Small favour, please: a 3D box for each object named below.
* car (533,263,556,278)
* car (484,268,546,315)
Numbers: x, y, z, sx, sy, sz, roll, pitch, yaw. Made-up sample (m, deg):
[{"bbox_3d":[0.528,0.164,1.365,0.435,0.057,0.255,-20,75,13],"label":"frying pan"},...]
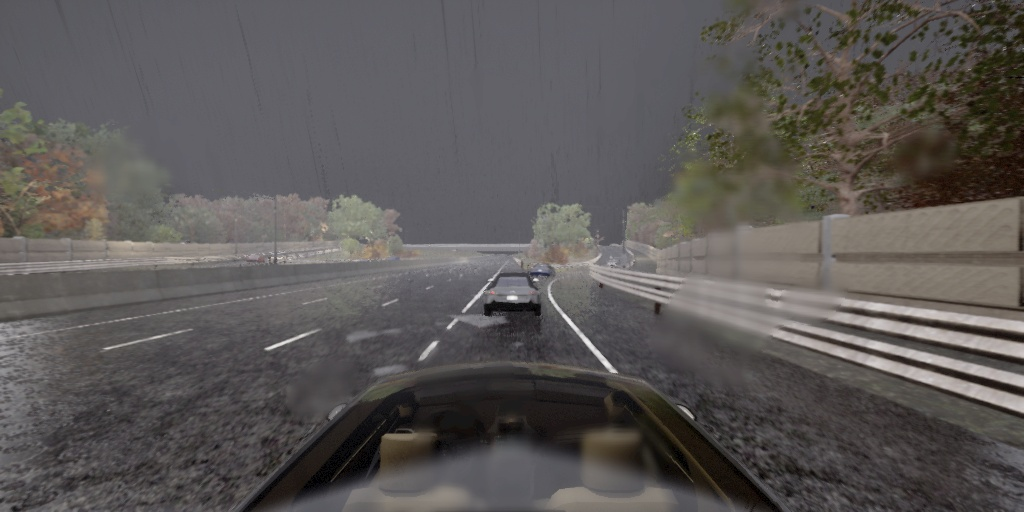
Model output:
[{"bbox_3d":[3.196,1.445,35.964,1.994,1.385,4.181,1,-2,15],"label":"car"},{"bbox_3d":[0.069,1.321,13.580,1.994,1.385,4.181,0,0,2],"label":"car"}]
